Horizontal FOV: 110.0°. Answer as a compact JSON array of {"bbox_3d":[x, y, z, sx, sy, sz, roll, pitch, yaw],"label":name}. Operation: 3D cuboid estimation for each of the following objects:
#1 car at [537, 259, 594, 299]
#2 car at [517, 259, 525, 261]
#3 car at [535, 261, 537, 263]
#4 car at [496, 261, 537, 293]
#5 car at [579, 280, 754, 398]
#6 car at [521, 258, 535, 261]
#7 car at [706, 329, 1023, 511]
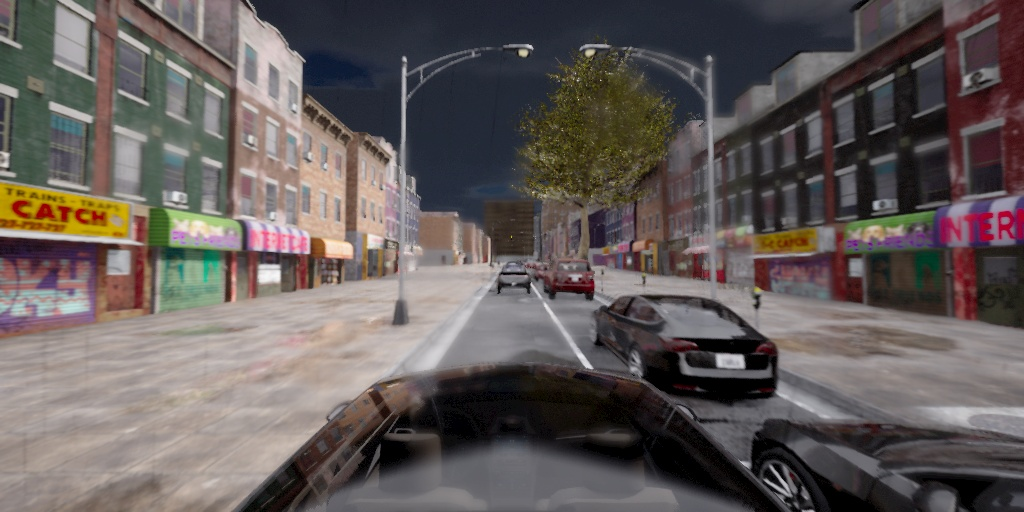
[{"bbox_3d":[2.639,1.063,17.556,2.192,1.841,5.009,0,0,0],"label":"car"},{"bbox_3d":[0.110,1.292,36.652,1.812,1.442,4.674,0,0,0],"label":"car"},{"bbox_3d":[2.637,1.336,28.662,1.802,1.307,4.207,0,0,0],"label":"car"},{"bbox_3d":[0.097,1.240,20.671,2.128,1.511,4.902,0,0,0],"label":"car"},{"bbox_3d":[2.641,1.316,6.448,1.948,1.339,4.313,0,0,0],"label":"car"},{"bbox_3d":[2.634,1.241,50.875,1.967,1.591,4.097,0,0,0],"label":"car"},{"bbox_3d":[2.641,1.315,0.892,1.948,1.339,4.313,0,0,0],"label":"car"}]
